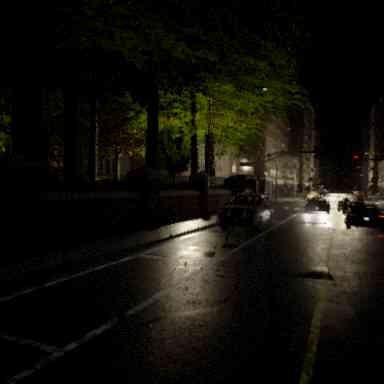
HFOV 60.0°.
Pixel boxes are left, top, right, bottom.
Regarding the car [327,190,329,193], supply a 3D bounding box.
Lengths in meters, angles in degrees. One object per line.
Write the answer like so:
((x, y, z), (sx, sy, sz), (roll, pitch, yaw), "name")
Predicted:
((32.178, 0.415, 82.608), (2.008, 1.369, 4.403), (1, 1, 24), "car")

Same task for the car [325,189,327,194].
((27.708, 0.528, 72.665), (1.887, 1.381, 4.507), (1, 1, 24), "car")

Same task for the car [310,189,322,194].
((20.934, 0.696, 57.597), (1.752, 1.417, 4.829), (1, 1, 24), "car")

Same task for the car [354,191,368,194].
((35.498, 0.631, 69.204), (1.967, 1.590, 4.097), (1, 1, 24), "car")

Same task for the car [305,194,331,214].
((11.173, 1.153, 29.377), (1.994, 1.385, 4.181), (2, 1, 24), "car")

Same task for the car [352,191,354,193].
((39.965, 0.622, 79.144), (2.008, 1.369, 4.403), (1, 1, 24), "car")

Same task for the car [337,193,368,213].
((13.873, 1.138, 28.891), (2.128, 1.511, 4.902), (1, 1, 17), "car")

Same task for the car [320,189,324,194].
((23.238, 0.657, 62.723), (2.008, 1.369, 4.403), (1, 1, 24), "car")

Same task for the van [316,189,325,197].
((29.946, 0.264, 77.633), (1.690, 1.788, 3.998), (1, 1, 24), "van")

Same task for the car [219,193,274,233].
((3.094, 0.999, 17.903), (2.192, 1.841, 5.009), (1, 1, 24), "car")

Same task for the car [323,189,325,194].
((25.473, 0.589, 67.694), (1.887, 1.381, 4.507), (1, 1, 24), "car")

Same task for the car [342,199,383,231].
((9.941, 1.342, 19.182), (1.994, 1.385, 4.181), (2, 1, 25), "car")
